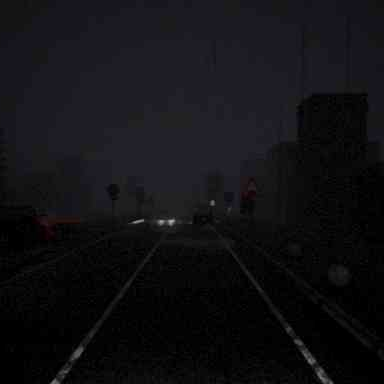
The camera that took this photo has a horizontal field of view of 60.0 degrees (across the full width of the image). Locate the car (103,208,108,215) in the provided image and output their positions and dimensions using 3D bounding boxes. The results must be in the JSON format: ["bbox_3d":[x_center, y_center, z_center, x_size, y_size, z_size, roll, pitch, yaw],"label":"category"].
[{"bbox_3d":[-21.791,4.247,73.310,4.892,1.521,2.231,0,-3,0],"label":"car"}]

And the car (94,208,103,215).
[{"bbox_3d":[-21.808,4.127,70.036,4.674,1.452,2.002,0,-3,0],"label":"car"}]

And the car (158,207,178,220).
[{"bbox_3d":[-3.282,2.949,43.994,1.994,1.385,4.181,0,-3,0],"label":"car"}]

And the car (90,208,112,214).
[{"bbox_3d":[-21.767,4.596,79.723,4.674,1.452,2.002,0,-3,0],"label":"car"}]

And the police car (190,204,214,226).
[{"bbox_3d":[0.994,2.176,30.568,1.930,1.638,5.238,0,-2,0],"label":"police car"}]

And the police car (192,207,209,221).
[{"bbox_3d":[1.019,2.645,40.569,1.930,1.638,5.238,0,-3,0],"label":"police car"}]

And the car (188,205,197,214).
[{"bbox_3d":[0.187,4.293,81.208,2.150,2.045,5.566,0,-3,0],"label":"car"}]

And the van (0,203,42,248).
[{"bbox_3d":[-9.642,1.480,15.249,4.442,1.987,1.878,0,-1,0],"label":"van"}]

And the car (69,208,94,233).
[{"bbox_3d":[-9.368,1.876,21.196,5.366,1.575,1.946,0,-2,0],"label":"car"}]

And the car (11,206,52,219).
[{"bbox_3d":[-21.946,2.786,45.737,4.553,1.767,2.185,0,-3,0],"label":"car"}]

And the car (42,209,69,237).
[{"bbox_3d":[-9.571,1.662,18.283,4.553,1.767,2.185,0,-2,0],"label":"car"}]

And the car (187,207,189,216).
[{"bbox_3d":[0.133,3.950,66.163,1.837,1.490,4.892,0,-3,0],"label":"car"}]

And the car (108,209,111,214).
[{"bbox_3d":[-21.788,4.404,76.580,5.008,1.535,2.097,0,-3,0],"label":"car"}]
